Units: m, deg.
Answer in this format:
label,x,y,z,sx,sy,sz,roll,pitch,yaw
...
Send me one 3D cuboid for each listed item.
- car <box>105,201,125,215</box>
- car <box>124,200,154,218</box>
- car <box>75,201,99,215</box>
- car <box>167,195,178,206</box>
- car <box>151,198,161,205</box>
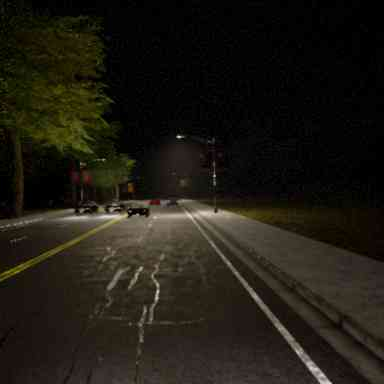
label,x,y,z,sx,sy,sz,roll,pitch,yaw
car,-8.905,1.759,38.767,2.128,1.511,4.902,-2,0,-4
car,-5.042,1.754,32.159,1.895,1.301,4.718,-2,0,-4
car,-12.147,1.845,38.567,2.128,1.511,4.902,-2,0,-3
car,-3.386,1.719,57.523,2.033,1.411,5.357,-2,0,-4
car,-6.969,1.849,62.723,1.994,1.385,4.181,-2,0,-4
